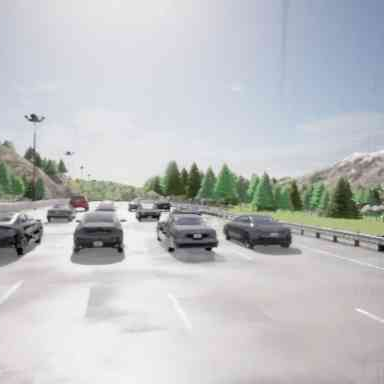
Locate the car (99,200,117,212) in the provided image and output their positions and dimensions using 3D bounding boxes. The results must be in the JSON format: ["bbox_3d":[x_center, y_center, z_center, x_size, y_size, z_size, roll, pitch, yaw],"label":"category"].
[{"bbox_3d":[-10.840,1.751,42.988,2.033,1.411,5.357,1,0,-14],"label":"car"}]

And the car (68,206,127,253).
[{"bbox_3d":[-3.857,1.572,14.041,1.837,1.490,4.892,1,0,-13],"label":"car"}]

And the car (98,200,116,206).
[{"bbox_3d":[-7.392,1.660,28.707,1.812,1.442,4.674,1,0,-13],"label":"car"}]

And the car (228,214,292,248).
[{"bbox_3d":[2.939,1.731,15.711,1.994,1.385,4.181,1,0,-13],"label":"car"}]

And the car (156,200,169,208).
[{"bbox_3d":[-4.035,1.789,44.628,1.882,1.535,5.008,1,0,-14],"label":"car"}]

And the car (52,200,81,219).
[{"bbox_3d":[-10.707,1.627,27.507,2.033,1.411,5.357,1,0,-14],"label":"car"}]

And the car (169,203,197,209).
[{"bbox_3d":[-0.527,1.841,30.079,1.895,1.301,4.718,1,0,-13],"label":"car"}]

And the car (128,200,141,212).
[{"bbox_3d":[-7.438,1.804,43.808,2.033,1.411,5.357,1,0,-14],"label":"car"}]

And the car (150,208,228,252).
[{"bbox_3d":[-0.387,1.662,14.566,2.033,1.411,5.357,1,0,-14],"label":"car"}]

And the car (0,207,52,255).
[{"bbox_3d":[-7.260,1.504,13.226,2.128,1.511,4.902,1,0,-13],"label":"car"}]

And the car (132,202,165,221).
[{"bbox_3d":[-3.930,1.788,29.262,1.895,1.301,4.718,1,0,-13],"label":"car"}]

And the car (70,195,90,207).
[{"bbox_3d":[-14.245,1.366,42.199,2.150,2.045,5.566,1,0,-14],"label":"car"}]
